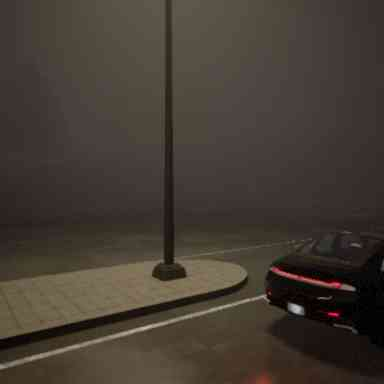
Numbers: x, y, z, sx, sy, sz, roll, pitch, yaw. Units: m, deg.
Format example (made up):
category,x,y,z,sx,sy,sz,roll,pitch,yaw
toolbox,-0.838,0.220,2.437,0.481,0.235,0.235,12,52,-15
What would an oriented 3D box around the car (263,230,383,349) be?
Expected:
category,x,y,z,sx,sy,sz,roll,pitch,yaw
car,3.488,1.472,6.215,4.902,1.511,2.128,0,0,-35
